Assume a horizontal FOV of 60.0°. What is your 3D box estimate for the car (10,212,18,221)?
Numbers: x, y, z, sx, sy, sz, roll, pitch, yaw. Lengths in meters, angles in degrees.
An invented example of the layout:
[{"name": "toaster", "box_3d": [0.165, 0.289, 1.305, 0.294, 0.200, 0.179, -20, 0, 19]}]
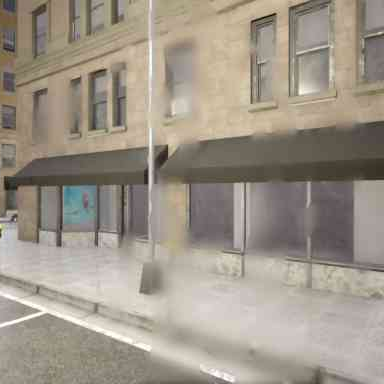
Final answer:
[{"name": "car", "box_3d": [-11.158, 1.636, 26.110, 2.033, 1.411, 5.357, 0, 0, 36]}]
